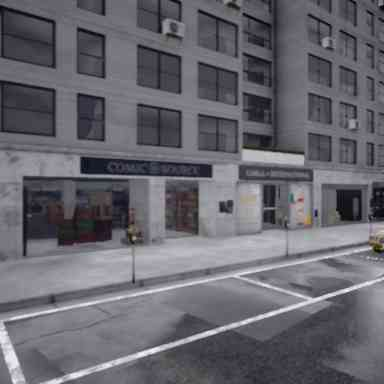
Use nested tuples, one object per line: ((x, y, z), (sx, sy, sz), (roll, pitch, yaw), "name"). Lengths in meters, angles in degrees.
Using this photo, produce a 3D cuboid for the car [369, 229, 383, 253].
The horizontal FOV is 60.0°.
((8.542, 1.533, 12.621), (4.829, 1.417, 1.752), (0, 0, -35), "car")
